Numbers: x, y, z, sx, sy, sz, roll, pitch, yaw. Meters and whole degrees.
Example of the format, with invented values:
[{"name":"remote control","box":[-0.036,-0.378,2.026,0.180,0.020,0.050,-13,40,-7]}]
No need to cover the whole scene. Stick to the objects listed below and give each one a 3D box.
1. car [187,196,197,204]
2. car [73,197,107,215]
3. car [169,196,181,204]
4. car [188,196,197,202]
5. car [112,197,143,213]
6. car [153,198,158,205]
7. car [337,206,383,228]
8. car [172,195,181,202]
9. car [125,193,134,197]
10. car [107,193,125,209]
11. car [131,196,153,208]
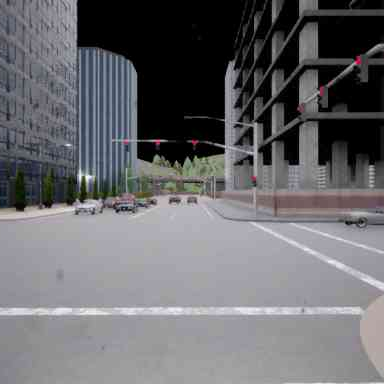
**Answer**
[{"name":"car","box":[0.052,1.492,64.530,2.128,1.511,4.902,0,0,0]},{"name":"car","box":[-10.570,1.526,34.411,1.812,1.442,4.674,0,0,0]},{"name":"car","box":[-3.448,1.505,64.534,1.837,1.490,4.892,0,0,0]},{"name":"car","box":[0.060,1.579,73.635,1.895,1.301,4.718,0,0,0]},{"name":"car","box":[-7.069,1.564,36.726,1.994,1.385,4.181,0,0,0]},{"name":"car","box":[-7.037,1.601,56.675,1.895,1.301,4.718,0,0,0]},{"name":"car","box":[11.897,1.545,21.197,4.718,1.301,1.895,0,0,0]},{"name":"car","box":[-3.440,1.508,73.608,1.812,1.442,4.674,0,0,0]},{"name":"car","box":[-10.553,1.221,53.759,2.150,2.045,5.566,0,0,0]},{"name":"car","box":[-10.564,1.352,43.344,2.097,1.767,4.553,0,0,0]},{"name":"car","box":[-7.061,1.564,46.635,1.994,1.385,4.181,0,0,0]}]
